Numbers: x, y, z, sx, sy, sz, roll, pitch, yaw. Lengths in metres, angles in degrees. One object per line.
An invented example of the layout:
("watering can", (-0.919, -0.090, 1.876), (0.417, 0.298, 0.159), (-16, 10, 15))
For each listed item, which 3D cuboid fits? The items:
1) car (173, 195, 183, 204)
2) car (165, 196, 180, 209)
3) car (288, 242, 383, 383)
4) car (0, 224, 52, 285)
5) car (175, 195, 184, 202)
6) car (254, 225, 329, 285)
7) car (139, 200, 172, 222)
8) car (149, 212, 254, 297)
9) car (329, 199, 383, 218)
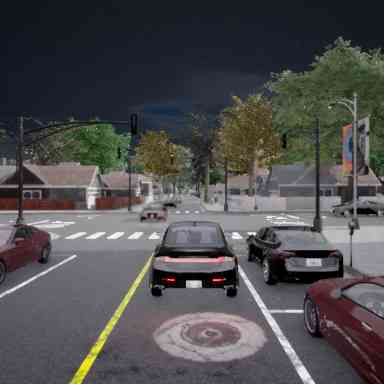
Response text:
("car", (-3.034, 1.396, 63.219), (2.097, 1.767, 4.553), (0, 0, 0))
("car", (-3.054, 1.625, 45.938), (1.895, 1.301, 4.718), (0, 0, 0))
("car", (2.642, 1.582, 3.779), (1.802, 1.307, 4.206), (0, 0, 0))
("car", (-5.376, 1.582, 9.307), (1.802, 1.307, 4.206), (0, 0, 0))
("car", (-2.999, 1.533, 78.187), (1.882, 1.535, 5.008), (0, 0, 0))
("car", (2.649, 1.566, 9.298), (1.947, 1.339, 4.313), (0, 0, 0))
("car", (-2.912, 1.572, 26.145), (1.994, 1.385, 4.181), (0, 0, -1))
("car", (0.063, 1.492, 8.575), (2.128, 1.511, 4.902), (0, 0, 1))
("car", (14.568, 1.398, 29.010), (4.902, 1.511, 2.128), (0, 0, -1))
